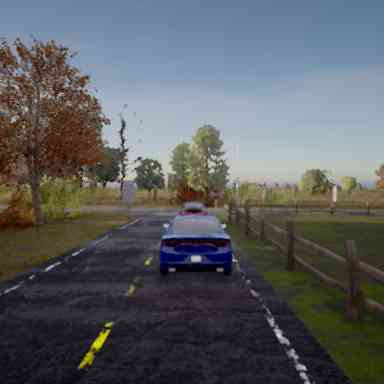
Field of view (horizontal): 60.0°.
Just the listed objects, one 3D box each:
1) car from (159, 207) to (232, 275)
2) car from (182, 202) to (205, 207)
[{"bbox_3d":[0.100,1.431,10.356,1.882,1.535,5.008,0,0,0],"label":"car"},{"bbox_3d":[0.095,1.405,22.190,1.837,1.490,4.892,0,0,0],"label":"car"}]
